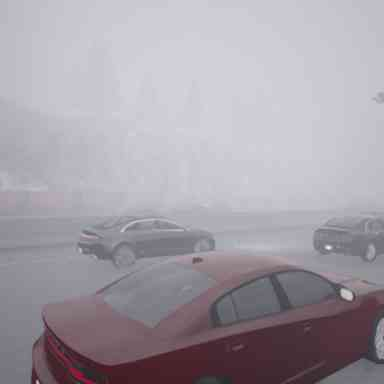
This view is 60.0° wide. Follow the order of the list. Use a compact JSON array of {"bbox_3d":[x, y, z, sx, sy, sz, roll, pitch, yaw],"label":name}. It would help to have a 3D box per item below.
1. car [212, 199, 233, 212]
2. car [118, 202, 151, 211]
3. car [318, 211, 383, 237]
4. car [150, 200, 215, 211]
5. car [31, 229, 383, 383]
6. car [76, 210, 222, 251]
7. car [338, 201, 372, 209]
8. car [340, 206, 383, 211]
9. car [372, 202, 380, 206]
[{"bbox_3d":[2.719,1.671,40.235,4.553,1.767,2.097,1,0,-35],"label":"car"},{"bbox_3d":[-4.451,1.668,30.878,4.902,1.511,2.128,1,-1,-35],"label":"car"},{"bbox_3d":[6.636,1.665,12.755,4.892,1.490,1.837,1,0,-35],"label":"car"},{"bbox_3d":[-0.754,1.695,29.209,4.902,1.511,2.128,1,-1,-35],"label":"car"},{"bbox_3d":[0.731,1.515,4.264,5.008,1.535,1.882,1,0,-35],"label":"car"},{"bbox_3d":[-1.373,1.557,11.355,4.902,1.511,2.128,1,-1,-36],"label":"car"},{"bbox_3d":[21.681,2.057,44.728,4.892,1.490,1.837,1,-1,-34],"label":"car"},{"bbox_3d":[11.761,1.819,20.687,5.357,1.411,2.033,1,0,-35],"label":"car"},{"bbox_3d":[28.165,2.227,53.308,5.357,1.411,2.033,1,-1,-34],"label":"car"}]
